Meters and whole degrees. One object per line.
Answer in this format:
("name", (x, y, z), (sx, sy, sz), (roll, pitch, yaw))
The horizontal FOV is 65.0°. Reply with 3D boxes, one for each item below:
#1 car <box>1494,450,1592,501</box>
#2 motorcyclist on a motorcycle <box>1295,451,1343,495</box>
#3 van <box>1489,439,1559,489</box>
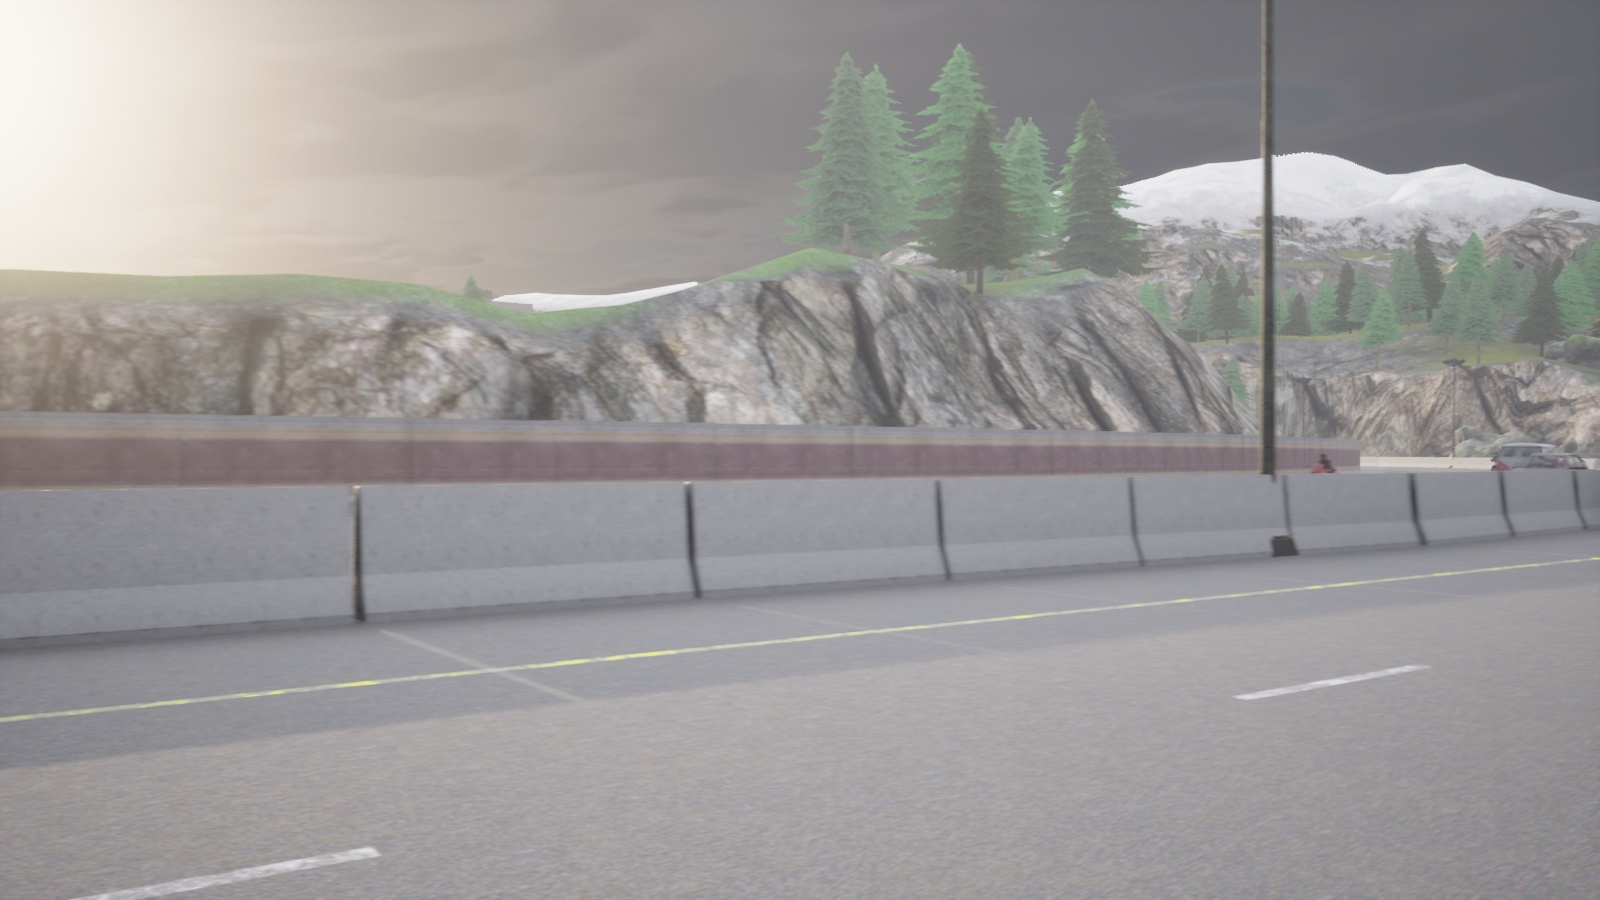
("car", (23.512, 0.773, 39.680), (3.705, 1.549, 1.789), (0, 0, -45))
("motorcyclist on a motorcycle", (18.306, 0.799, 44.309), (2.044, 1.523, 0.797), (0, -1, -45))
("van", (29.945, 0.565, 51.887), (1.775, 1.987, 4.442), (0, 0, 40))
